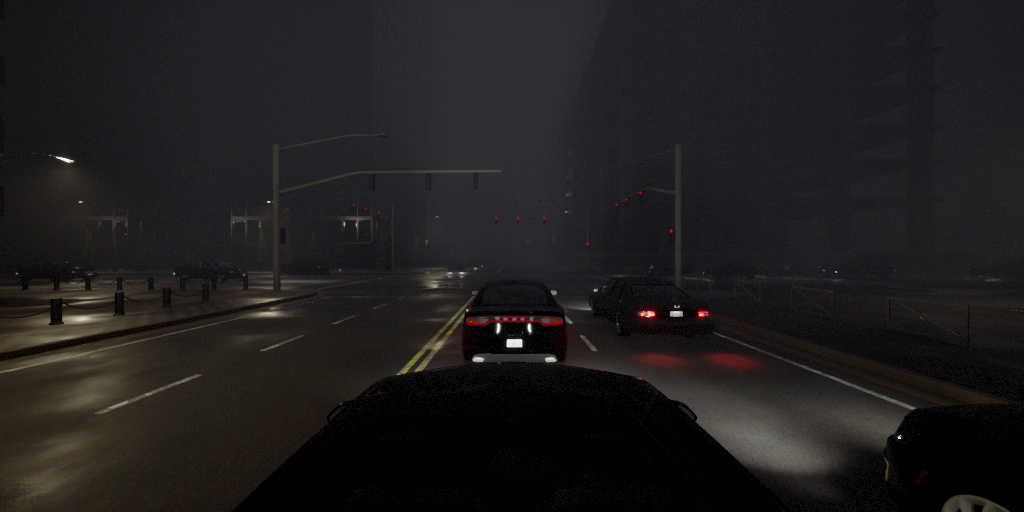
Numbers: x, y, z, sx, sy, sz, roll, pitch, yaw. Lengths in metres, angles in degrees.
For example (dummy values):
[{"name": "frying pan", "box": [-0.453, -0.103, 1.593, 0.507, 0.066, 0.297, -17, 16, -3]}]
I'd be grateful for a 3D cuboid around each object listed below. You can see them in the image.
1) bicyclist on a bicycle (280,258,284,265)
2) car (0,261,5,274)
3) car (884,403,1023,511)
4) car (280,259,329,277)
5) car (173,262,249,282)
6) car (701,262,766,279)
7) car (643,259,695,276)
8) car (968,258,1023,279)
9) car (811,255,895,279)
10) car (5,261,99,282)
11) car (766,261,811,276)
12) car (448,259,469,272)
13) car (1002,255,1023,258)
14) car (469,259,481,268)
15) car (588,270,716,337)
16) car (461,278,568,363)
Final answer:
[{"name": "bicyclist on a bicycle", "box": [-25.407, 0.995, 39.350, 0.582, 1.620, 1.656, 0, 0, 0]}, {"name": "car", "box": [-50.761, 1.172, 34.755, 5.008, 1.535, 1.882, 0, 0, 1]}, {"name": "car", "box": [3.600, 1.255, 0.525, 1.837, 1.490, 4.892, 0, 0, 0]}, {"name": "car", "box": [-20.227, 1.046, 34.526, 4.553, 1.767, 2.097, 0, 0, 0]}, {"name": "car", "box": [-22.923, 1.186, 27.390, 4.902, 1.511, 2.128, 0, 0, 0]}, {"name": "car", "box": [19.155, 1.220, 31.518, 4.674, 1.442, 1.812, 0, 0, 0]}, {"name": "car", "box": [15.231, 1.046, 35.046, 4.553, 1.767, 2.097, 0, 0, 0]}, {"name": "car", "box": [43.393, 1.172, 31.586, 5.008, 1.535, 1.882, 0, 0, 0]}, {"name": "car", "box": [30.231, 0.916, 31.574, 5.566, 2.045, 2.150, 0, 0, 0]}, {"name": "car", "box": [-34.726, 1.186, 27.452, 4.902, 1.511, 2.128, 0, 0, 1]}, {"name": "car", "box": [26.705, 1.242, 35.064, 5.357, 1.411, 2.033, 0, 0, 0]}, {"name": "car", "box": [-7.093, 1.276, 46.535, 1.812, 1.442, 4.674, 0, 0, 0]}, {"name": "car", "box": [49.649, 0.921, 35.053, 5.566, 2.045, 2.150, 0, 0, 0]}, {"name": "car", "box": [-7.054, 1.227, 63.187, 1.882, 1.535, 5.008, 0, 0, 0]}, {"name": "car", "box": [3.571, 1.297, 10.262, 2.033, 1.411, 5.357, 0, 0, 0]}, {"name": "car", "box": [0.055, 1.228, 8.139, 1.882, 1.535, 5.008, 0, 0, 0]}]
